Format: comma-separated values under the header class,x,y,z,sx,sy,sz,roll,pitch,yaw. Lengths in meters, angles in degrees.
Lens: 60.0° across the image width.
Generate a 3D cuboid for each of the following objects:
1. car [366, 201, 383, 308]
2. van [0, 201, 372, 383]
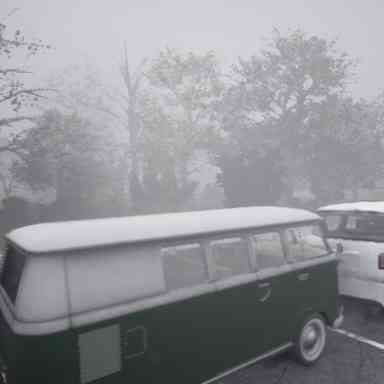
class,x,y,z,sx,sy,sz,roll,pitch,yaw
car,4.737,1.189,7.166,5.566,2.045,2.435,-2,0,-34
van,0.125,1.236,4.164,4.442,1.987,1.878,-2,0,-36
